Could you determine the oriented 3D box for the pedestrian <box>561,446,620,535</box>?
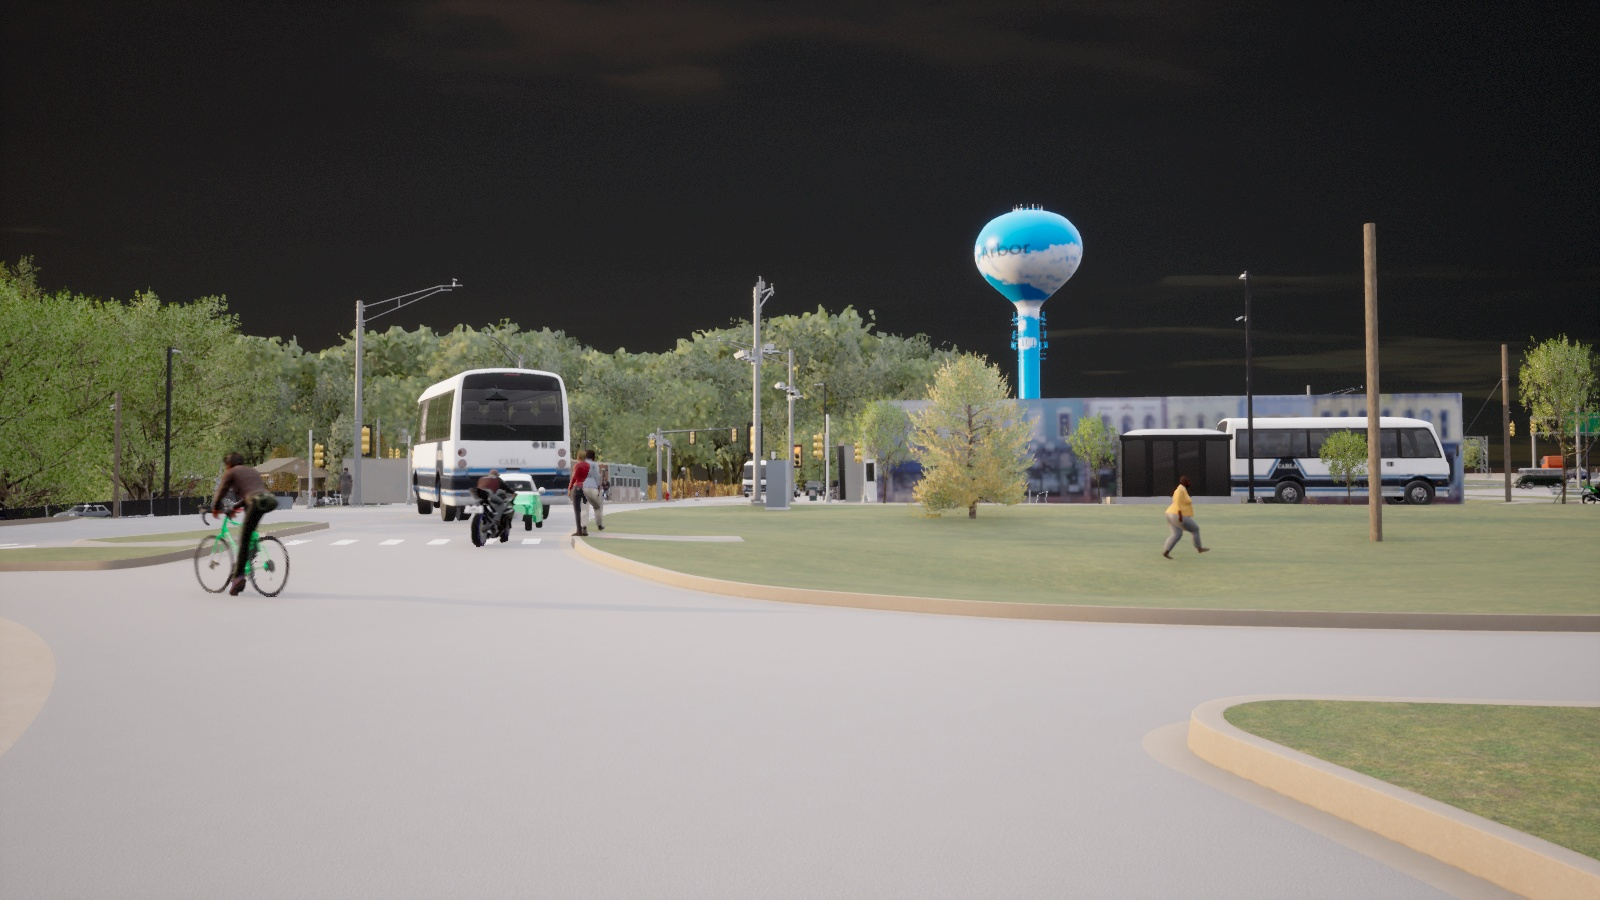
[{"bbox_3d":[-4.445,0.866,26.672,0.874,1.855,0.900,-1,-3,22],"label":"pedestrian"}]

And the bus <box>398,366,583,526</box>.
[{"bbox_3d":[-9.864,-0.054,38.899,3.944,4.253,10.273,0,-1,-23],"label":"bus"}]

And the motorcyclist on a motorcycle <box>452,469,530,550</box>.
[{"bbox_3d":[-6.105,1.146,24.943,0.866,1.530,2.191,0,-1,4],"label":"motorcyclist on a motorcycle"}]

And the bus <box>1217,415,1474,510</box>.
[{"bbox_3d":[25.261,0.647,58.803,10.273,4.253,3.944,0,-3,8],"label":"bus"}]

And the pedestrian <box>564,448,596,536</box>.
[{"bbox_3d":[-4.634,0.887,26.489,0.636,1.846,0.331,-2,-3,42],"label":"pedestrian"}]

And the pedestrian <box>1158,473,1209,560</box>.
[{"bbox_3d":[8.301,1.440,27.219,0.900,1.855,0.874,0,-3,6],"label":"pedestrian"}]

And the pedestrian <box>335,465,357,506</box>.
[{"bbox_3d":[-21.887,1.713,60.525,0.659,1.952,0.873,0,-3,8],"label":"pedestrian"}]

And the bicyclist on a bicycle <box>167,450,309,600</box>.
[{"bbox_3d":[-6.384,0.839,14.241,1.656,1.620,0.582,-1,-3,30],"label":"bicyclist on a bicycle"}]

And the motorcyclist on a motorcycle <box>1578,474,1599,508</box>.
[{"bbox_3d":[36.387,1.853,56.624,2.044,1.523,0.797,-2,-3,21],"label":"motorcyclist on a motorcycle"}]

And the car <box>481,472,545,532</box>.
[{"bbox_3d":[-7.033,1.251,30.902,1.481,1.376,2.207,0,0,-11],"label":"car"}]

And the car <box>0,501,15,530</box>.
[{"bbox_3d":[-52.333,4.214,79.894,1.905,1.878,3.866,-1,-1,14],"label":"car"}]
